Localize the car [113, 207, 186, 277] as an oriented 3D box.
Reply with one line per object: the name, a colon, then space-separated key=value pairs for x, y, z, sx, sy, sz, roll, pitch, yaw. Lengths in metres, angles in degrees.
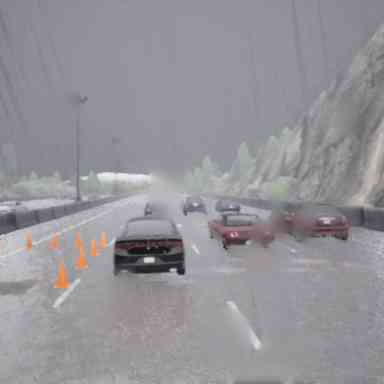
car: x=-1.282 y=1.481 z=10.466 sx=1.882 sy=1.535 sz=5.008 roll=-1 pitch=0 yaw=-6

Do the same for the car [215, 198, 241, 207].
car: x=3.477 y=1.309 z=33.009 sx=1.994 sy=1.385 sz=4.181 roll=-1 pitch=1 yaw=-6

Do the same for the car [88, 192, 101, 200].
car: x=-21.970 y=0.821 z=74.898 sx=2.097 sy=1.767 sz=4.553 roll=-1 pitch=1 yaw=-6

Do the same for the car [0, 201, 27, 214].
car: x=-17.783 y=1.647 z=32.601 sx=1.812 sy=1.442 sz=4.674 roll=-1 pitch=1 yaw=-6

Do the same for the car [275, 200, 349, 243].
car: x=5.240 y=1.214 z=15.519 sx=2.097 sy=1.767 sz=4.553 roll=-1 pitch=0 yaw=-6

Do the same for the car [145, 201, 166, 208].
car: x=-3.244 y=1.499 z=29.906 sx=1.895 sy=1.301 sz=4.718 roll=-1 pitch=1 yaw=-6

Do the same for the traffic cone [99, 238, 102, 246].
traffic cone: x=-3.565 y=1.994 z=12.128 sx=0.340 sy=0.580 sz=0.340 roll=-1 pitch=0 yaw=-6

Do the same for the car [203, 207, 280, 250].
car: x=1.868 y=1.532 z=14.125 sx=1.895 sy=1.301 sz=4.718 roll=-1 pitch=0 yaw=-6

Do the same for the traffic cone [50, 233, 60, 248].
traffic cone: x=-5.752 y=2.028 z=13.915 sx=0.340 sy=0.580 sz=0.340 roll=-1 pitch=0 yaw=-7

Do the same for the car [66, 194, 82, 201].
car: x=-25.222 y=1.159 z=72.322 sx=1.994 sy=1.385 sz=4.181 roll=-1 pitch=1 yaw=-6

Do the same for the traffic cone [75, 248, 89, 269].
traffic cone: x=-3.364 y=1.998 z=10.138 sx=0.340 sy=0.580 sz=0.340 roll=-1 pitch=0 yaw=-6

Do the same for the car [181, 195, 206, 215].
car: x=0.099 y=1.172 z=31.592 sx=2.097 sy=1.767 sz=4.553 roll=-1 pitch=1 yaw=-6

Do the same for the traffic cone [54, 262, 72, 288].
traffic cone: x=-3.163 y=2.002 z=8.148 sx=0.340 sy=0.580 sz=0.340 roll=-1 pitch=0 yaw=-6

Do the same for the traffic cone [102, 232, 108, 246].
traffic cone: x=-3.766 y=1.990 z=14.117 sx=0.340 sy=0.580 sz=0.340 roll=-1 pitch=0 yaw=-6

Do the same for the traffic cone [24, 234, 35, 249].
traffic cone: x=-6.741 y=2.046 z=13.817 sx=0.340 sy=0.580 sz=0.340 roll=-1 pitch=0 yaw=-4

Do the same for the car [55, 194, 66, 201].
car: x=-28.886 y=1.145 z=73.754 sx=2.128 sy=1.511 sz=4.902 roll=-1 pitch=1 yaw=-6
